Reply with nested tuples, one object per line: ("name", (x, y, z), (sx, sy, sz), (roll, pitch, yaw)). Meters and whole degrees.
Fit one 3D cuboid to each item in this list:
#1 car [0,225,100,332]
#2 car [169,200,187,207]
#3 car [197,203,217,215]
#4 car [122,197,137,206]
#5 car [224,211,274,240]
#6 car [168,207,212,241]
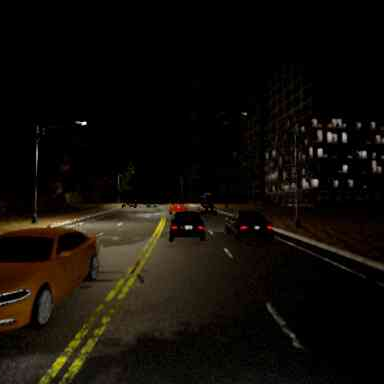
("car", (-3.450, 1.554, 7.263), (1.882, 1.535, 5.008), (0, -1, -1))
("car", (-1.770, 1.806, 41.632), (2.097, 1.767, 4.553), (0, -1, -5))
("car", (1.706, 1.983, 39.265), (2.033, 1.411, 5.357), (0, -1, -5))
("car", (-8.926, 1.472, 47.794), (2.097, 1.767, 4.553), (0, -1, -6))
("car", (2.952, 1.744, 18.082), (2.033, 1.411, 5.357), (0, -1, -2))
("car", (-0.301, 1.739, 17.981), (2.033, 1.411, 5.357), (0, -1, -2))
